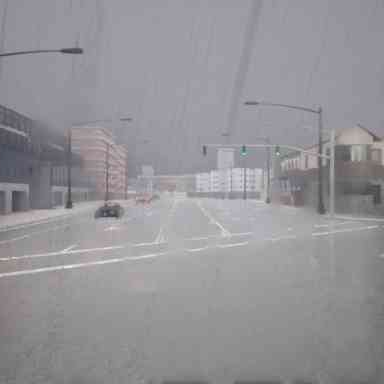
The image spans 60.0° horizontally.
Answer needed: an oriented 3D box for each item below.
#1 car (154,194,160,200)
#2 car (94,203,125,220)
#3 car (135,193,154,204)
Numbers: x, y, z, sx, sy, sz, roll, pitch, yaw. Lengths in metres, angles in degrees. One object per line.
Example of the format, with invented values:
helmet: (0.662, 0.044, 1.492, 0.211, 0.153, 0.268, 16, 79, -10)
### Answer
car: (-8.562, 1.163, 79.235, 1.882, 1.535, 5.008, 0, -1, -2)
car: (-7.161, 1.630, 29.178, 1.994, 1.385, 4.181, 0, 1, -2)
car: (-7.839, 0.983, 53.447, 2.097, 1.767, 4.553, 0, 1, -2)
